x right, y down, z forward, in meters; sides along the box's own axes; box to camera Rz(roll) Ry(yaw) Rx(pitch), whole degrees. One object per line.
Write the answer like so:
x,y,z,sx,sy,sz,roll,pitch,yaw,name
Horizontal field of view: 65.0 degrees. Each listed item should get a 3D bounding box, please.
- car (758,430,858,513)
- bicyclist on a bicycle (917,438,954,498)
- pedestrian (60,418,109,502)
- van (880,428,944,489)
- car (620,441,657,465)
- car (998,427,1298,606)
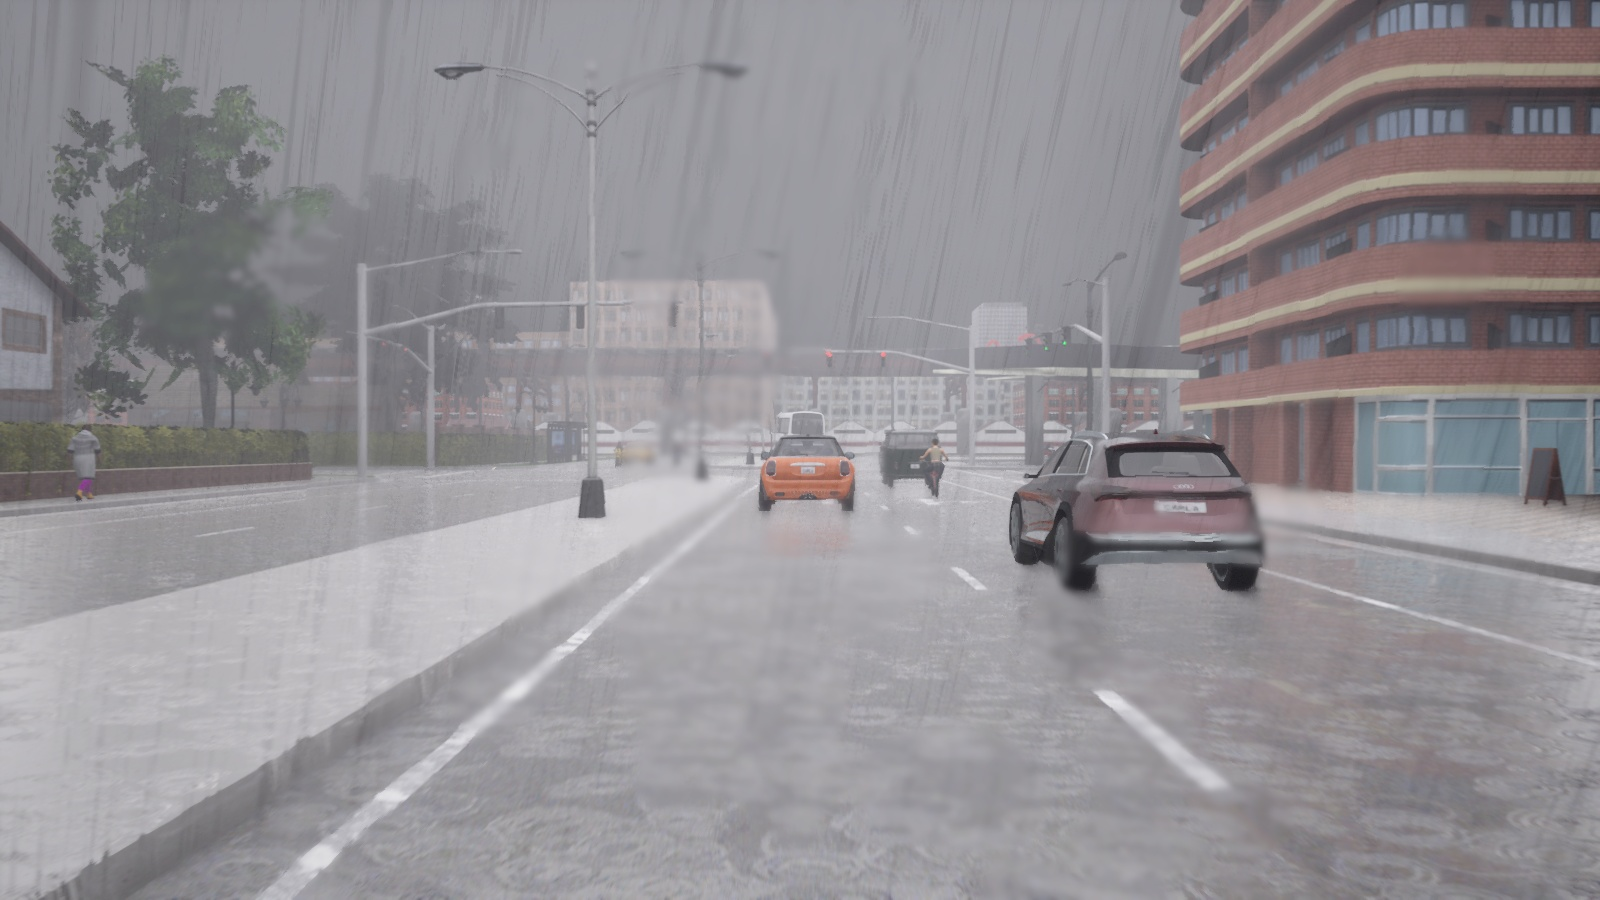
0.179,0.443,28.804,2.097,1.767,4.553,0,0,0,car
3.711,0.492,34.496,0.866,1.612,1.509,0,0,0,bicyclist on a bicycle
-16.850,0.221,29.594,0.659,1.952,0.873,0,0,-1,pedestrian
3.759,0.261,42.774,1.775,1.987,4.442,0,0,0,van
-10.997,0.193,85.895,1.801,1.575,5.366,0,0,0,car
3.595,0.600,14.040,2.033,1.649,4.856,0,0,0,car
